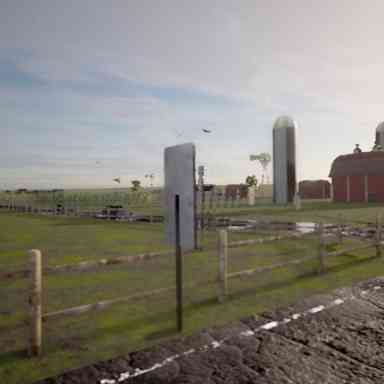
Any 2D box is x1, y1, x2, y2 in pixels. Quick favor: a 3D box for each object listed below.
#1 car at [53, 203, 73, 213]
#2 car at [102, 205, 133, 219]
[{"bbox_3d":[-19.685,2.430,50.759,1.994,1.385,4.181,-1,0,-41],"label":"car"},{"bbox_3d":[-8.627,2.246,38.258,1.812,1.442,4.674,-1,0,-43],"label":"car"}]
